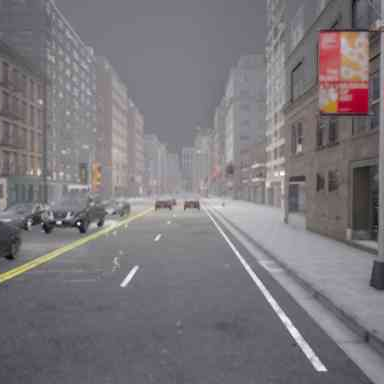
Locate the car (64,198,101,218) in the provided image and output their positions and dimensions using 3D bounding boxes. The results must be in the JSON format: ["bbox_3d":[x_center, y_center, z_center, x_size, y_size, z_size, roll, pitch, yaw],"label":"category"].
[{"bbox_3d":[-9.847,1.385,30.344,1.837,1.490,4.892,0,0,0],"label":"car"}]

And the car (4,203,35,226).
[{"bbox_3d":[-9.842,1.410,19.914,2.128,1.511,4.902,0,0,0],"label":"car"}]

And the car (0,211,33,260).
[{"bbox_3d":[-6.594,1.485,9.520,1.812,1.442,4.674,0,0,-2],"label":"car"}]

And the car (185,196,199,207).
[{"bbox_3d":[-0.011,1.380,49.685,1.994,1.385,4.181,0,0,0],"label":"car"}]

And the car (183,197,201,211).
[{"bbox_3d":[-0.009,1.329,38.933,1.882,1.535,5.008,0,0,0],"label":"car"}]

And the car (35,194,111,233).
[{"bbox_3d":[-6.594,1.143,19.222,2.150,2.045,5.566,0,0,0],"label":"car"}]

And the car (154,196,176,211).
[{"bbox_3d":[-3.260,1.329,38.965,1.882,1.535,5.008,0,0,0],"label":"car"}]

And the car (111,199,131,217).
[{"bbox_3d":[-6.599,1.376,29.382,2.128,1.511,4.902,0,0,0],"label":"car"}]
